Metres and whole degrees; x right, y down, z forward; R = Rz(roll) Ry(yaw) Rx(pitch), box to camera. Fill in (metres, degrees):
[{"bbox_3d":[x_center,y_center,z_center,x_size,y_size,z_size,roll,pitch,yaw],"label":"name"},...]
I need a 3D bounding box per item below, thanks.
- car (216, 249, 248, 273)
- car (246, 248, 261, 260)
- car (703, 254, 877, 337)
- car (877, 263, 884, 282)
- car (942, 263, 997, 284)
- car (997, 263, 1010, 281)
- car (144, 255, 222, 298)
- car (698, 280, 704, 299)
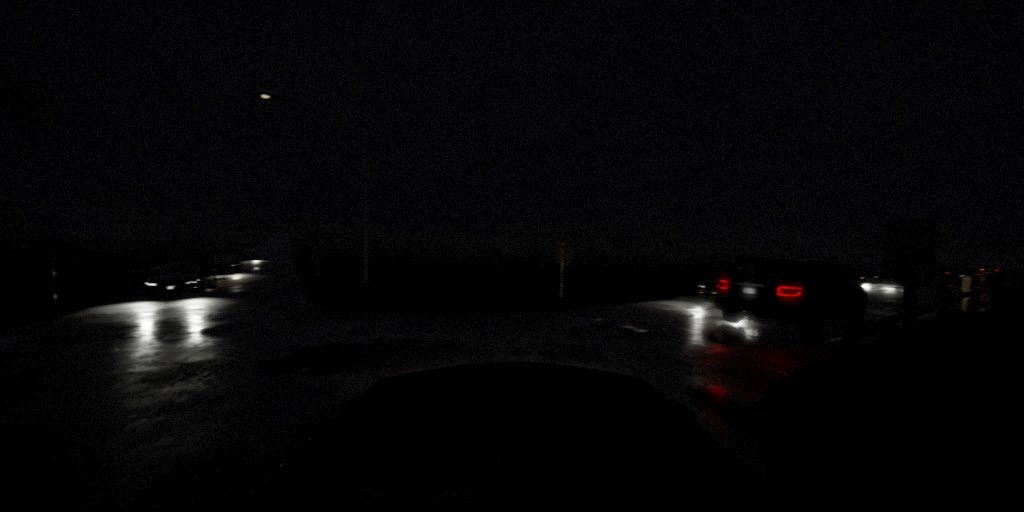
[{"bbox_3d":[-22.492,0.492,28.345,1.882,1.535,5.008,-1,3,-32],"label":"car"},{"bbox_3d":[-33.307,-0.259,45.698,1.812,1.442,4.674,-1,3,-32],"label":"car"},{"bbox_3d":[8.439,0.999,10.740,5.566,2.045,2.150,0,3,-32],"label":"car"},{"bbox_3d":[26.360,1.239,25.299,4.181,1.385,1.994,0,2,-32],"label":"car"},{"bbox_3d":[33.504,1.380,26.368,4.181,1.385,1.994,0,2,-32],"label":"car"},{"bbox_3d":[42.614,1.345,32.106,4.892,1.490,1.837,0,3,-32],"label":"car"},{"bbox_3d":[-14.996,0.945,16.433,1.837,1.490,4.892,-1,3,-32],"label":"car"},{"bbox_3d":[9.786,1.157,14.957,4.892,1.490,1.837,0,3,-32],"label":"car"}]
